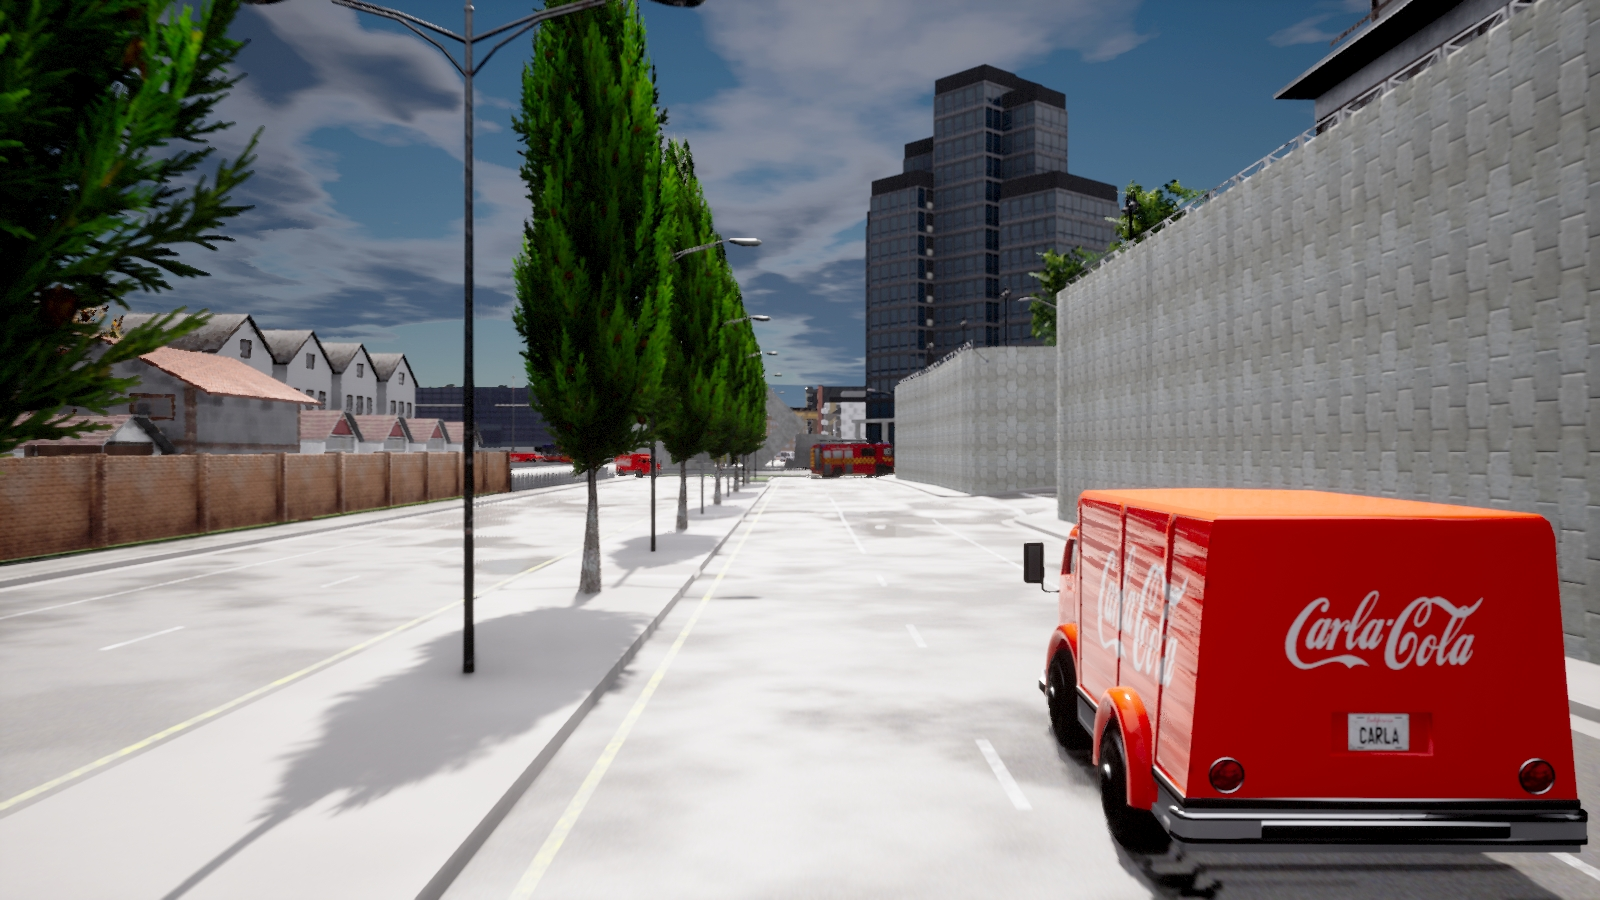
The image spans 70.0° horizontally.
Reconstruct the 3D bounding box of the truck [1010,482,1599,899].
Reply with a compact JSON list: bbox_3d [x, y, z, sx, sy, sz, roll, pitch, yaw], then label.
[{"bbox_3d":[3.474,1.568,9.303,2.627,2.467,5.204,0,0,1],"label":"truck"}]
